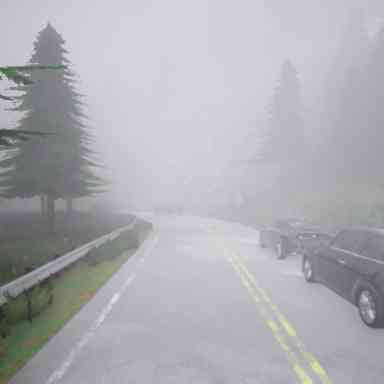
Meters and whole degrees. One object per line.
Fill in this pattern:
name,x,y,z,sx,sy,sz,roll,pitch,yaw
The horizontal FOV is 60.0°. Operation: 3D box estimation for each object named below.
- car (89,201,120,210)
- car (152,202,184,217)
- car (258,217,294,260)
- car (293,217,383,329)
car,-12.113,2.004,45.894,4.902,1.511,2.128,-1,2,30
car,-2.759,1.893,37.237,1.837,1.490,4.892,-1,1,-34
car,4.053,1.779,13.627,1.837,1.490,4.892,2,-1,-1
car,4.137,1.559,7.528,2.097,1.767,4.553,2,-1,0
